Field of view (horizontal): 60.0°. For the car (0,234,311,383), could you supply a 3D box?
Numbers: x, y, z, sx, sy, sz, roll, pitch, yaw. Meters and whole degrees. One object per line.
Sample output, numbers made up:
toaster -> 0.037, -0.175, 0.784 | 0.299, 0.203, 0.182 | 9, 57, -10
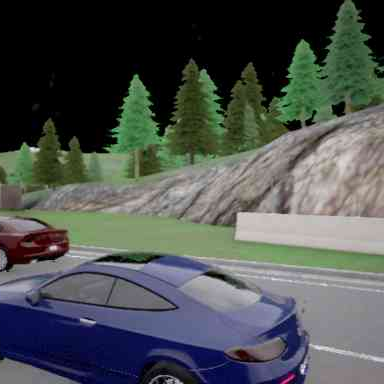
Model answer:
car -> -0.928, 1.534, 4.370 | 4.674, 1.442, 1.812 | 0, 0, 27

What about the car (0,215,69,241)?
car -> -6.286, 1.516, 10.961 | 5.008, 1.535, 1.882 | 0, 0, 27
